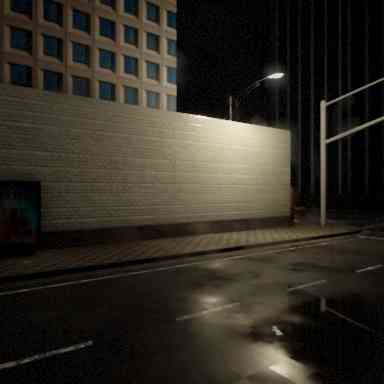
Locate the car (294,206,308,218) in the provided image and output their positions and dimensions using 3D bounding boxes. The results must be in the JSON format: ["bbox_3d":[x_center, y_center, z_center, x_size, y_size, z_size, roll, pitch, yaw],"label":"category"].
[{"bbox_3d":[8.075,1.530,30.182,1.882,1.535,5.008,0,0,-36],"label":"car"}]
